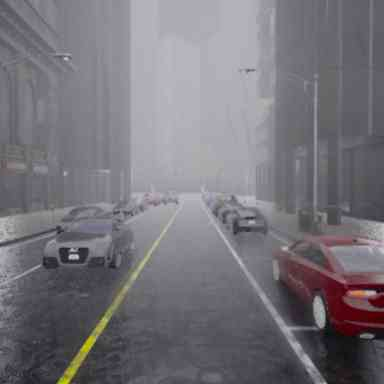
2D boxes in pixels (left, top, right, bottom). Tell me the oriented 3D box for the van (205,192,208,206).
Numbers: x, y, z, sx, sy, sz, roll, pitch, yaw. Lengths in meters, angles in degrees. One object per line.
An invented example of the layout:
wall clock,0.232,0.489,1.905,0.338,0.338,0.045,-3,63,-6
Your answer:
van,2.841,1.082,40.307,1.690,1.788,3.998,-1,0,0

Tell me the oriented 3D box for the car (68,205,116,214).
car,-5.679,1.454,17.807,1.947,1.339,4.313,-1,0,0

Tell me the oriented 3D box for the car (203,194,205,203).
car,2.843,1.285,45.932,1.802,1.307,4.206,-1,0,0

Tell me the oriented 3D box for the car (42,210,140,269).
car,-3.103,1.498,10.723,1.994,1.385,4.181,0,0,0

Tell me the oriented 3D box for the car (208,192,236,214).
car,2.842,1.130,29.058,2.192,1.841,5.009,-1,0,0

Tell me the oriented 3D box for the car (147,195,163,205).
car,-5.684,1.210,51.554,1.887,1.381,4.507,-1,0,0

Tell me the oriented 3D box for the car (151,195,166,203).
car,-5.685,1.177,57.178,2.008,1.369,4.403,-1,0,0

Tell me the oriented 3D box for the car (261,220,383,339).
car,2.849,1.504,6.561,1.887,1.381,4.507,-1,0,0

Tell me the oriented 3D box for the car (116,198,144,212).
car,-5.681,1.381,29.055,1.947,1.339,4.313,-1,0,0

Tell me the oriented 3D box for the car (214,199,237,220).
car,2.846,1.418,23.435,1.947,1.339,4.313,-1,0,0

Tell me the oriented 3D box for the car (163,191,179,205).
car,-3.088,0.901,49.738,2.150,2.045,5.566,0,0,0

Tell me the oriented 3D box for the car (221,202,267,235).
car,2.847,1.454,17.811,1.947,1.339,4.313,-1,0,0

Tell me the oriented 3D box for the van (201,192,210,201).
van,2.836,0.888,68.428,1.690,1.788,3.998,-1,0,0

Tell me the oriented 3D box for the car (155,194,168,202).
car,-5.686,1.152,62.804,1.947,1.339,4.313,-1,0,0

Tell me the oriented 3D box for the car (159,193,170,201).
car,-5.688,0.987,68.426,1.967,1.590,4.097,-1,0,0

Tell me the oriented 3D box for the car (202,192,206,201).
car,2.840,1.150,57.351,1.752,1.417,4.829,-1,0,0

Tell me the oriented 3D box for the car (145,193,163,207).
car,-5.686,1.018,45.927,2.192,1.841,5.009,-1,0,0

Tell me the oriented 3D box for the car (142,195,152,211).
car,-5.682,1.323,34.680,1.887,1.381,4.507,-1,0,0
